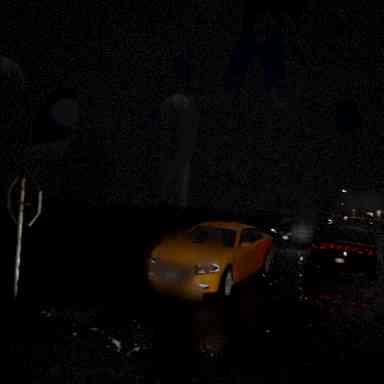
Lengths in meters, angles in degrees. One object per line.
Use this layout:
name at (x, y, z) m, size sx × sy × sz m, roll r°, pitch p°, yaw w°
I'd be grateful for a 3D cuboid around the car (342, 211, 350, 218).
car at (17.893, 3.048, 40.267) m, size 2.097 × 1.767 × 4.553 m, roll 4°, pitch -1°, yaw 29°

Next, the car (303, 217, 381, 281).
car at (5.446, 1.911, 11.738) m, size 1.882 × 1.535 × 5.008 m, roll 4°, pitch 0°, yaw 29°

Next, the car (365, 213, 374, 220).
car at (42.186, 5.795, 79.124) m, size 1.994 × 1.385 × 4.181 m, roll 4°, pitch -1°, yaw 29°

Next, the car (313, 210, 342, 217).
car at (10.615, 2.287, 27.104) m, size 2.097 × 1.767 × 4.553 m, roll 4°, pitch -1°, yaw 29°

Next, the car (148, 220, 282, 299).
car at (0.787, 1.570, 9.124) m, size 1.882 × 1.535 × 5.008 m, roll 4°, pitch 0°, yaw 29°

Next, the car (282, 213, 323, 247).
car at (5.644, 2.015, 18.048) m, size 1.812 × 1.442 × 4.674 m, roll 4°, pitch -1°, yaw 29°
